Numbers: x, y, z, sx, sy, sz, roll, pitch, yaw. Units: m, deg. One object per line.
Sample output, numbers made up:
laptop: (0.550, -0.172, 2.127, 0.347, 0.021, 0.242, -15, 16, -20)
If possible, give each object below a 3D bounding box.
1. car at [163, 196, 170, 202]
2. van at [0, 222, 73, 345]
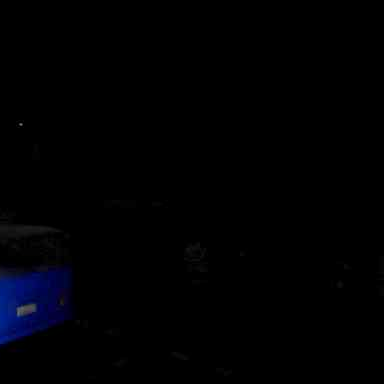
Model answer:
car: (-3.425, 1.091, 62.043, 1.895, 1.301, 4.718, -1, 1, 35)
van: (-3.777, 1.400, 5.656, 3.998, 1.788, 1.690, -1, 0, 36)
